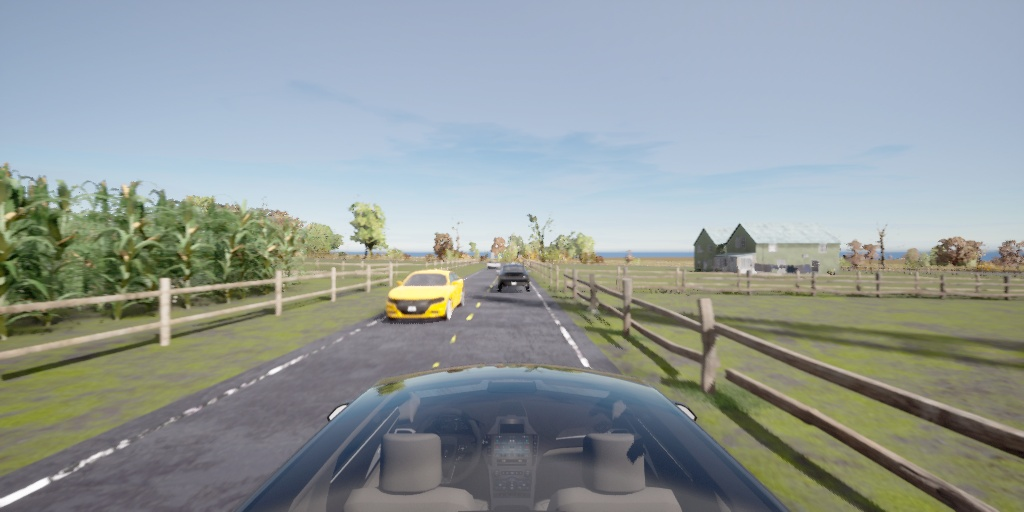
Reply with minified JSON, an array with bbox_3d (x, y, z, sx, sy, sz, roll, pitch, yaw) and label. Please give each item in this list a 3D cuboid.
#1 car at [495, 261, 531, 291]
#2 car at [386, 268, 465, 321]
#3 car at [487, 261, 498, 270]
[{"bbox_3d":[0.108,1.258,21.986,1.837,1.490,4.892,0,0,0],"label":"car"},{"bbox_3d":[-2.846,1.227,12.696,1.882,1.535,5.008,0,0,0],"label":"car"},{"bbox_3d":[-2.799,1.383,54.397,1.895,1.301,4.718,0,0,0],"label":"car"}]
